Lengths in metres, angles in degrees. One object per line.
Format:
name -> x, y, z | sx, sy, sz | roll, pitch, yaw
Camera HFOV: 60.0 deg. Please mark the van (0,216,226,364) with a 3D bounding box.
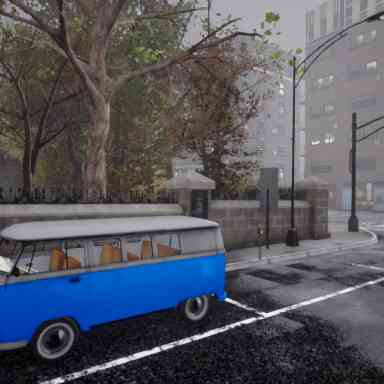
van -> -1.276, 1.342, 5.581 | 3.998, 1.788, 1.690 | 0, 1, -35
